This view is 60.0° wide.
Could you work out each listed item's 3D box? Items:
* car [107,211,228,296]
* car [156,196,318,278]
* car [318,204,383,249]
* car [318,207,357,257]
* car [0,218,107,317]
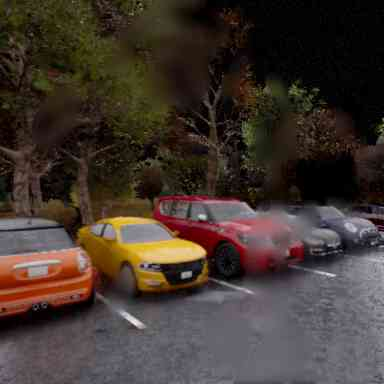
[{"bbox_3d":[-1.565,1.452,8.951,2.097,1.535,5.008,-1,0,-35],"label":"car"},{"bbox_3d":[0.721,1.180,10.542,2.435,2.045,5.566,-1,0,-36],"label":"car"},{"bbox_3d":[5.221,1.264,13.826,2.185,1.767,4.553,-1,0,-36],"label":"car"},{"bbox_3d":[2.969,1.412,12.188,2.231,1.521,4.892,-1,0,-36],"label":"car"},{"bbox_3d":[-3.811,1.347,7.303,2.185,1.767,4.553,-1,0,-35],"label":"car"}]
